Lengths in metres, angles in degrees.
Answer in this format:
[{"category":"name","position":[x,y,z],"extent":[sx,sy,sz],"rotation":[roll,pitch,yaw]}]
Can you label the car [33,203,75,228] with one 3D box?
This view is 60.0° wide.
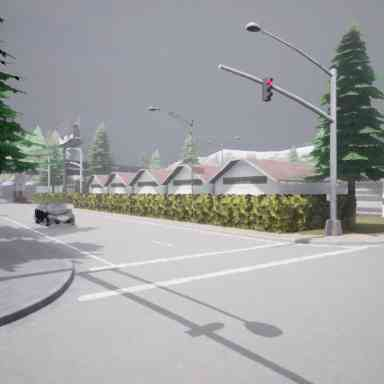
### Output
[{"category":"car","position":[-9.492,1.519,22.785],"extent":[2.128,1.511,4.902],"rotation":[0,1,-36]}]
